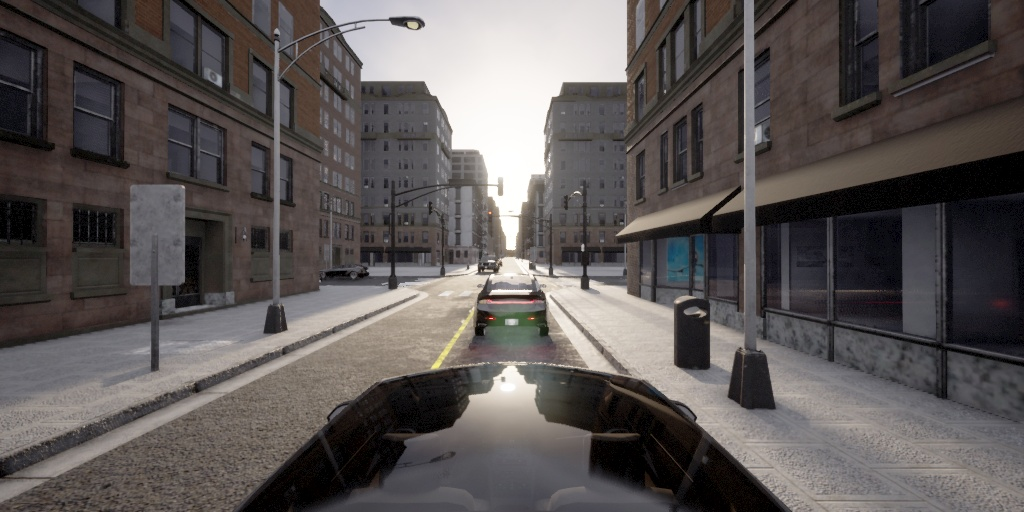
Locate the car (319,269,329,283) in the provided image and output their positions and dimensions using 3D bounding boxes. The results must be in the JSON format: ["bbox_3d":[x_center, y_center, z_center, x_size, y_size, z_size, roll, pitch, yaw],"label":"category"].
[{"bbox_3d":[-14.783,1.289,23.466,4.313,1.339,1.948,0,0,0],"label":"car"}]

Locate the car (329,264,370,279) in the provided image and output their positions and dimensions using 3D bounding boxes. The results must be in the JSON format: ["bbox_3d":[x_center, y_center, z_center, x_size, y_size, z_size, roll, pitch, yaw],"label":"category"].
[{"bbox_3d":[-14.783,1.330,31.493,4.313,1.339,1.948,0,0,0],"label":"car"}]

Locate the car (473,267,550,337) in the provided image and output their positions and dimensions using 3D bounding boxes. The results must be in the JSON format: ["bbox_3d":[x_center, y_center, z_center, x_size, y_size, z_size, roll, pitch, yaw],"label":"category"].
[{"bbox_3d":[-0.005,1.242,10.330,2.128,1.511,4.902,0,0,0],"label":"car"}]

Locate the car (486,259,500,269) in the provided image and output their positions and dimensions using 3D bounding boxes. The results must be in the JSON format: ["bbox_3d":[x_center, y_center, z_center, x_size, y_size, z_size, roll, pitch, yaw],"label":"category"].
[{"bbox_3d":[-2.874,1.187,54.683,1.882,1.535,5.008,0,0,0],"label":"car"}]

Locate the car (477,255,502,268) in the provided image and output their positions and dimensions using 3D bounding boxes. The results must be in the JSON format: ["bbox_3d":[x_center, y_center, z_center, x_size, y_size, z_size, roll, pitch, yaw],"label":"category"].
[{"bbox_3d":[-2.850,0.945,44.083,2.150,2.045,5.566,0,0,3],"label":"car"}]
